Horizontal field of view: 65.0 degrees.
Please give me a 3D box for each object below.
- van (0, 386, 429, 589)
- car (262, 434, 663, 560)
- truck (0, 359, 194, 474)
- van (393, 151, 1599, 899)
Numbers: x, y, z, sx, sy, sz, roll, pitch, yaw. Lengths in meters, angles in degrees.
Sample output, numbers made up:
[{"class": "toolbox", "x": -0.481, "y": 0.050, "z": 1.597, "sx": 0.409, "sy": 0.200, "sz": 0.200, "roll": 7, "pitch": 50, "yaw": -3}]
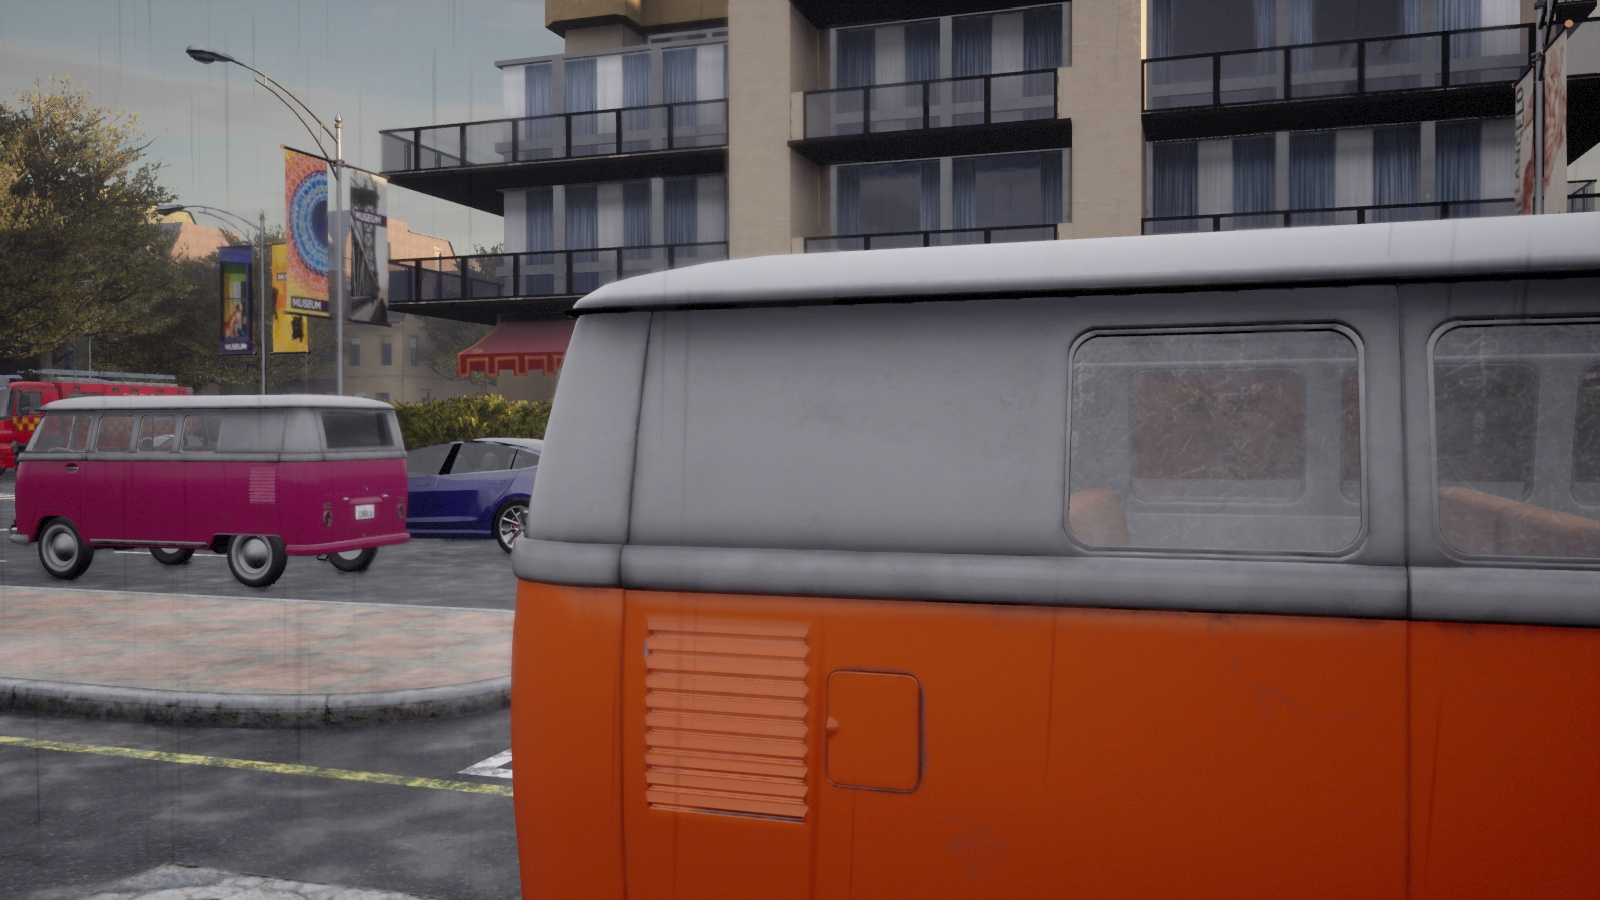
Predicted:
[{"class": "van", "x": -6.511, "y": 0.334, "z": 13.820, "sx": 4.442, "sy": 1.987, "sz": 1.775, "roll": 1, "pitch": 1, "yaw": 19}, {"class": "car", "x": -4.484, "y": 0.540, "z": 16.834, "sx": 4.792, "sy": 1.488, "sz": 2.163, "roll": 1, "pitch": 1, "yaw": 19}, {"class": "truck", "x": -26.770, "y": -1.180, "z": 46.298, "sx": 2.891, "sy": 3.827, "sz": 8.468, "roll": 1, "pitch": 1, "yaw": 18}, {"class": "van", "x": 1.570, "y": 0.543, "z": 2.661, "sx": 4.442, "sy": 1.987, "sz": 1.775, "roll": 1, "pitch": 1, "yaw": 19}]
